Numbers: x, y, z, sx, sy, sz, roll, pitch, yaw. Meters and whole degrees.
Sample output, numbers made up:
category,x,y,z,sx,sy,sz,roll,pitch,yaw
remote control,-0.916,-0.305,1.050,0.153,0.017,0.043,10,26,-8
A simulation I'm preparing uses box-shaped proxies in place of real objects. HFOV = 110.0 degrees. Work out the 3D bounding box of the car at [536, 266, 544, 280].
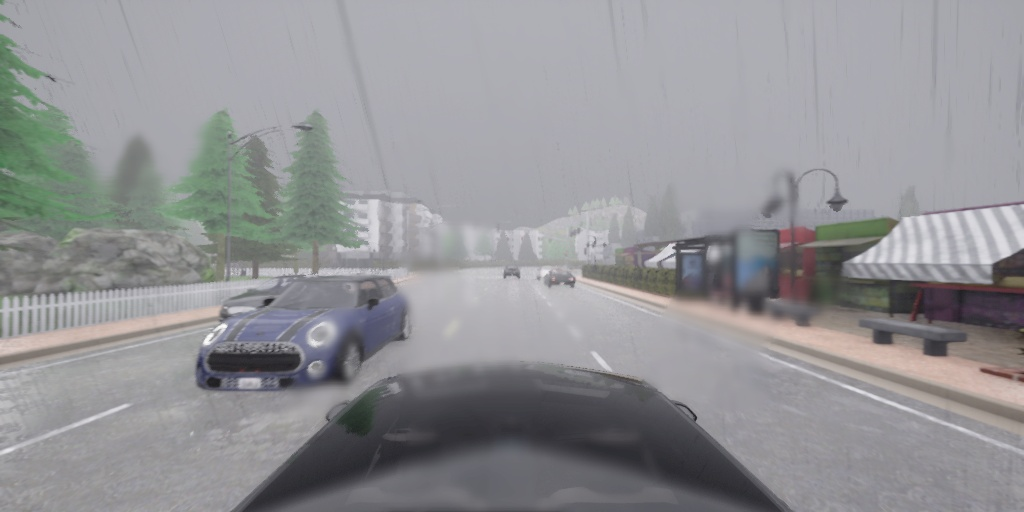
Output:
category,x,y,z,sx,sy,sz,roll,pitch,yaw
car,3.634,1.762,37.406,1.812,1.442,4.674,0,-1,0

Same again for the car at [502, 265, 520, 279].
category,x,y,z,sx,sy,sz,roll,pitch,yaw
car,-0.102,1.794,41.315,1.837,1.490,4.892,0,-1,-3

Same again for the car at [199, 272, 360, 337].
category,x,y,z,sx,sy,sz,roll,pitch,yaw
car,-7.086,1.377,11.782,2.128,1.511,4.902,0,-1,0

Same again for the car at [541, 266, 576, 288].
category,x,y,z,sx,sy,sz,roll,pitch,yaw
car,3.610,1.703,27.598,1.895,1.301,4.718,0,-1,0

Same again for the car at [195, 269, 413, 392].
category,x,y,z,sx,sy,sz,roll,pitch,yaw
car,-3.564,1.176,7.148,2.097,1.767,4.553,0,-1,0
